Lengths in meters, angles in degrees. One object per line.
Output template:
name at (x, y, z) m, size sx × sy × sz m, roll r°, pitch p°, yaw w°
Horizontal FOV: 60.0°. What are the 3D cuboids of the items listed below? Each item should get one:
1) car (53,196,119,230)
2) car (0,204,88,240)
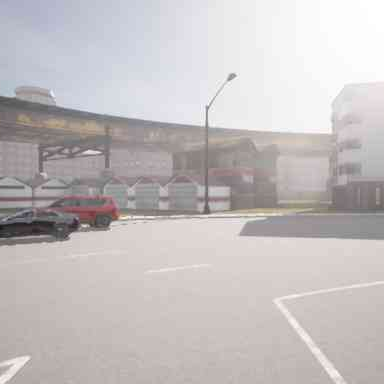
car at (-7.227, 1.243, 20.155) m, size 5.566 × 2.045 × 2.150 m, roll 0°, pitch -1°, yaw -31°
car at (-7.766, 1.508, 15.601) m, size 4.902 × 1.511 × 2.128 m, roll 0°, pitch -1°, yaw -33°
